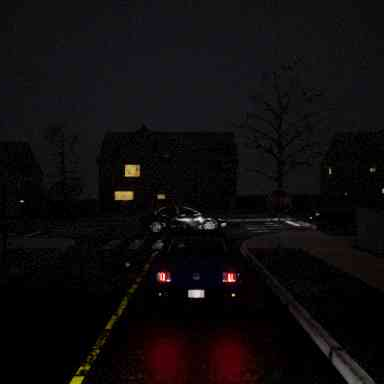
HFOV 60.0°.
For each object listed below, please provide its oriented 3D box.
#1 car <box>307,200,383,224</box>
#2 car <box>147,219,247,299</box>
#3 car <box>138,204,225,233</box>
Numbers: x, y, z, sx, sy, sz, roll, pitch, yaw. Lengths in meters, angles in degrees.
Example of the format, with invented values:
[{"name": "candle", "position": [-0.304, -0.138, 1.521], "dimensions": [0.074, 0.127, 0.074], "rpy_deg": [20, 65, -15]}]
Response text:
[{"name": "car", "position": [10.383, 1.236, 21.626], "dimensions": [5.357, 1.411, 2.033], "rpy_deg": [-1, 1, 0]}, {"name": "car", "position": [0.151, 1.601, 8.392], "dimensions": [1.895, 1.301, 4.718], "rpy_deg": [0, 0, 2]}, {"name": "car", "position": [-0.550, 1.465, 18.689], "dimensions": [4.892, 1.490, 1.837], "rpy_deg": [-1, 1, 0]}]
